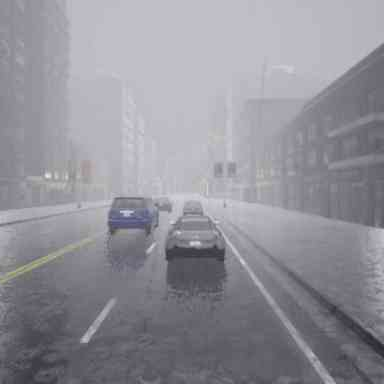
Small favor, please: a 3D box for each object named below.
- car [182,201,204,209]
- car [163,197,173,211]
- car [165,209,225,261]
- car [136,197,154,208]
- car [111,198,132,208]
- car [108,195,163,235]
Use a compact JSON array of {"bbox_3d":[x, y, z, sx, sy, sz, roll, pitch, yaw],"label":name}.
[{"bbox_3d":[0.108,1.507,29.987,2.033,1.411,5.357,0,0,0],"label":"car"},{"bbox_3d":[-3.139,1.303,35.482,2.097,1.767,4.553,0,0,0],"label":"car"},{"bbox_3d":[0.104,1.552,12.295,1.994,1.385,4.181,0,0,0],"label":"car"},{"bbox_3d":[-6.566,1.458,47.004,1.812,1.442,4.674,0,0,0],"label":"car"},{"bbox_3d":[-9.814,1.497,46.339,1.994,1.385,4.181,0,0,0],"label":"car"},{"bbox_3d":[-3.143,1.199,18.747,2.150,2.045,5.566,0,0,0],"label":"car"}]
